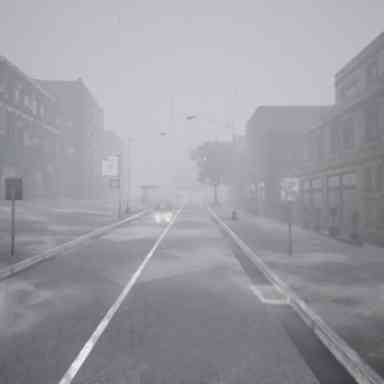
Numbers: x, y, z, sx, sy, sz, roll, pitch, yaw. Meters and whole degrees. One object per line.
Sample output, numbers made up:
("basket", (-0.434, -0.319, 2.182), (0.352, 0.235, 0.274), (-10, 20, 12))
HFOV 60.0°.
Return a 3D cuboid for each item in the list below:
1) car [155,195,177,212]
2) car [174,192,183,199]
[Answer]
("car", (-3.135, 1.475, 38.037), (2.128, 1.511, 4.902), (0, 0, 0))
("car", (-3.318, 0.772, 80.171), (2.097, 1.767, 4.553), (0, 1, 0))
